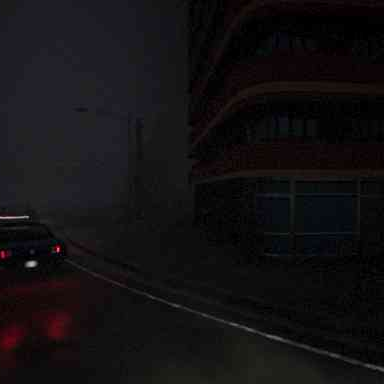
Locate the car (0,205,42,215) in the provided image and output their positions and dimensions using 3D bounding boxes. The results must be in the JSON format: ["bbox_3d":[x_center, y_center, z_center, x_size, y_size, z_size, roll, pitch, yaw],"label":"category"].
[{"bbox_3d":[-9.803,1.492,18.968,2.128,1.511,4.902,0,0,-19],"label":"car"}]

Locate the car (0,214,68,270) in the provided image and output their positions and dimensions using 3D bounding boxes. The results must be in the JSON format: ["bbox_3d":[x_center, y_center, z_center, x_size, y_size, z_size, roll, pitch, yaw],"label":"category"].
[{"bbox_3d":[-5.552,1.601,10.531,1.895,1.301,4.718,0,0,-37],"label":"car"}]
